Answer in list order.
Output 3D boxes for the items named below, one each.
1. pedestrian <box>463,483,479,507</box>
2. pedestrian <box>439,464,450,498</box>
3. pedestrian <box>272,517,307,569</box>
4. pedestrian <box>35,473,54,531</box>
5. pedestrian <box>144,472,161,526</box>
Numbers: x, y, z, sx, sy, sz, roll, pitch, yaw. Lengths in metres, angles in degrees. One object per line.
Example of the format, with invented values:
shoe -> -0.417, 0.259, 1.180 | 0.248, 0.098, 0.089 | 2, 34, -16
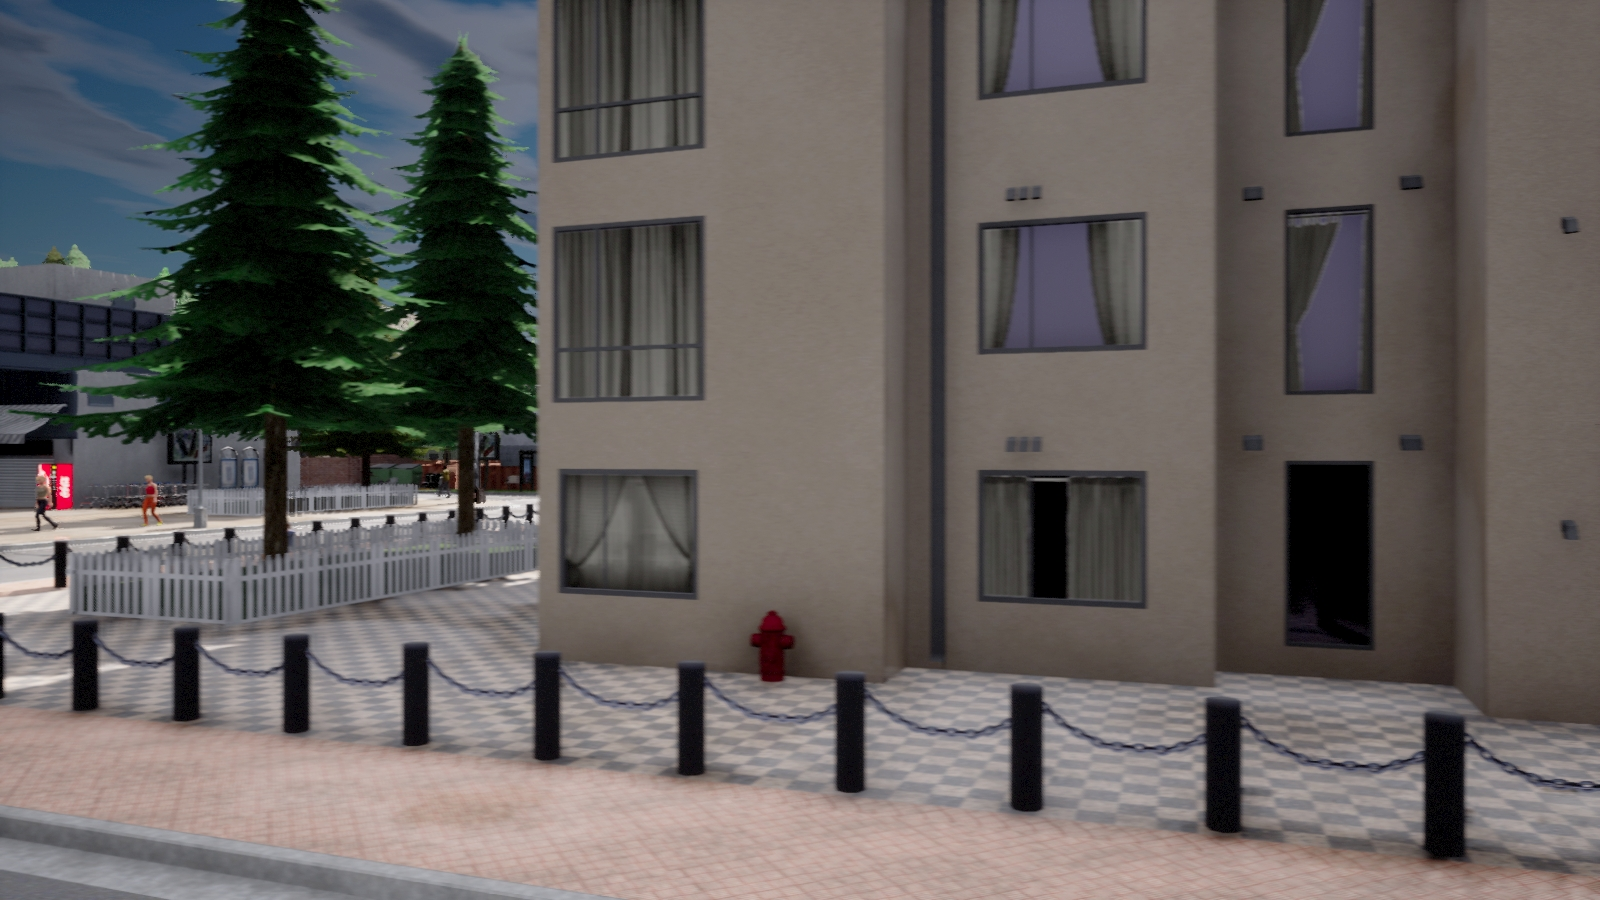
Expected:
pedestrian -> -15.248, 2.072, 52.938 | 0.500, 1.100, 0.500 | 0, 0, 24
pedestrian -> -19.245, 1.677, 61.858 | 0.375, 1.860, 0.375 | 0, 0, 21
pedestrian -> -11.337, 2.069, 25.398 | 0.500, 1.100, 0.500 | 0, 0, 23
pedestrian -> -24.477, 1.686, 37.016 | 0.375, 1.860, 0.375 | 0, 0, 24
pedestrian -> -22.466, 1.689, 39.649 | 0.375, 1.860, 0.375 | 0, 0, 18
